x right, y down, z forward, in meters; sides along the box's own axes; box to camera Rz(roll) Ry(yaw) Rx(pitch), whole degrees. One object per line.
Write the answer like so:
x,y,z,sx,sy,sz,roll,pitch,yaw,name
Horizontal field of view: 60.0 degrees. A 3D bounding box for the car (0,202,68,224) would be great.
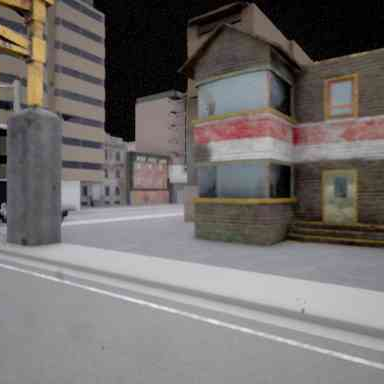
-11.188,1.441,23.842,2.038,1.542,4.974,0,0,15,car
